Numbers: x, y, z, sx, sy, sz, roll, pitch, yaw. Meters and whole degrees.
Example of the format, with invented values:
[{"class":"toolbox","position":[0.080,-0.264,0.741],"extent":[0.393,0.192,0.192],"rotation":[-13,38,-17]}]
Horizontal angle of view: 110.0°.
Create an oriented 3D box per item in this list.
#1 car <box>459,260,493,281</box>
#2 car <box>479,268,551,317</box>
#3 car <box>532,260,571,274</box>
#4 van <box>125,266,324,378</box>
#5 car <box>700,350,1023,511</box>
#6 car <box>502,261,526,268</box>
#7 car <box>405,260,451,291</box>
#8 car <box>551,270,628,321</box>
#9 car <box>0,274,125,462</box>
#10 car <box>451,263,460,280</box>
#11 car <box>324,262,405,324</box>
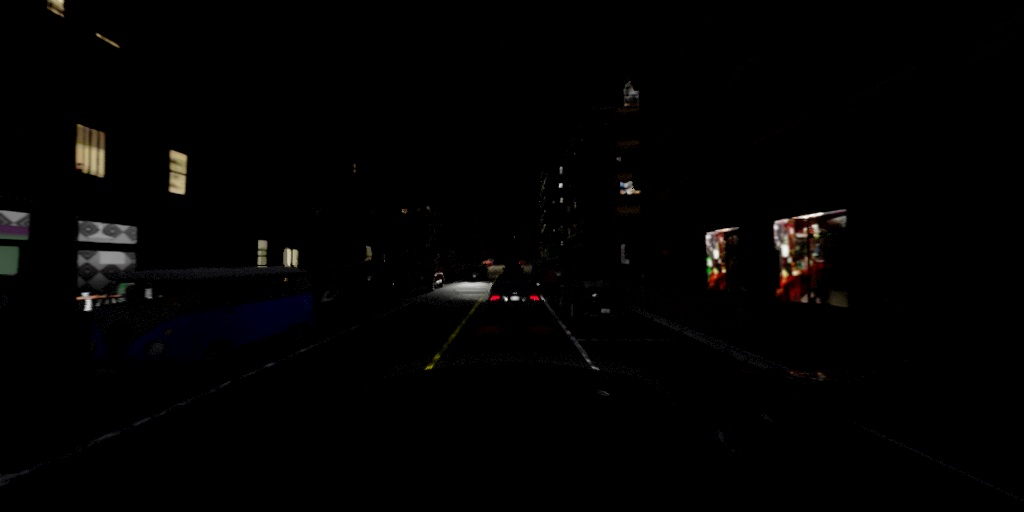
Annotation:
[{"class":"car","position":[-3.097,1.414,32.133],"extent":[2.128,1.511,4.902],"rotation":[0,0,0]},{"class":"car","position":[0.094,1.365,13.538],"extent":[2.033,1.411,5.357],"rotation":[0,0,0]},{"class":"car","position":[2.691,1.189,23.347],"extent":[2.192,1.841,5.009],"rotation":[0,0,0]},{"class":"van","position":[-5.690,1.122,7.133],"extent":[1.690,1.789,3.998],"rotation":[0,0,0]},{"class":"car","position":[2.692,1.190,1.719],"extent":[1.967,1.591,4.097],"rotation":[0,0,0]},{"class":"car","position":[0.096,1.435,33.320],"extent":[1.837,1.490,4.892],"rotation":[0,0,0]},{"class":"car","position":[-5.690,1.188,23.354],"extent":[2.192,1.841,5.009],"rotation":[0,0,0]},{"class":"car","position":[2.692,1.363,12.533],"extent":[2.007,1.370,4.403],"rotation":[0,0,0]},{"class":"car","position":[-5.689,1.064,1.726],"extent":[2.192,1.841,5.009],"rotation":[0,0,0]},{"class":"car","position":[-5.690,1.374,34.169],"extent":[1.967,1.591,4.097],"rotation":[0,0,0]},{"class":"car","position":[-5.689,1.126,12.540],"extent":[2.192,1.841,5.009],"rotation":[0,0,0]}]
